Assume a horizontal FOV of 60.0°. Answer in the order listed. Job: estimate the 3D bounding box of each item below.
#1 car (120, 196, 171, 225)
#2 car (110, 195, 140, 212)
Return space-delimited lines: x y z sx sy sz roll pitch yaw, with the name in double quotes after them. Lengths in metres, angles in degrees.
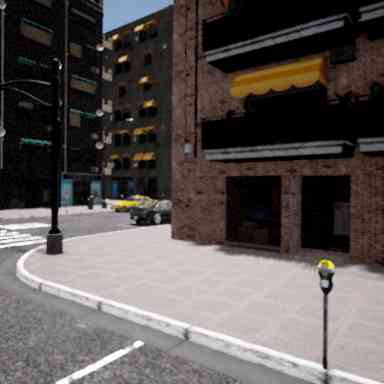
-1.815 1.148 20.078 2.008 1.369 4.403 2 2 36 "car"
-4.948 0.957 29.143 1.752 1.417 4.829 2 2 36 "car"
